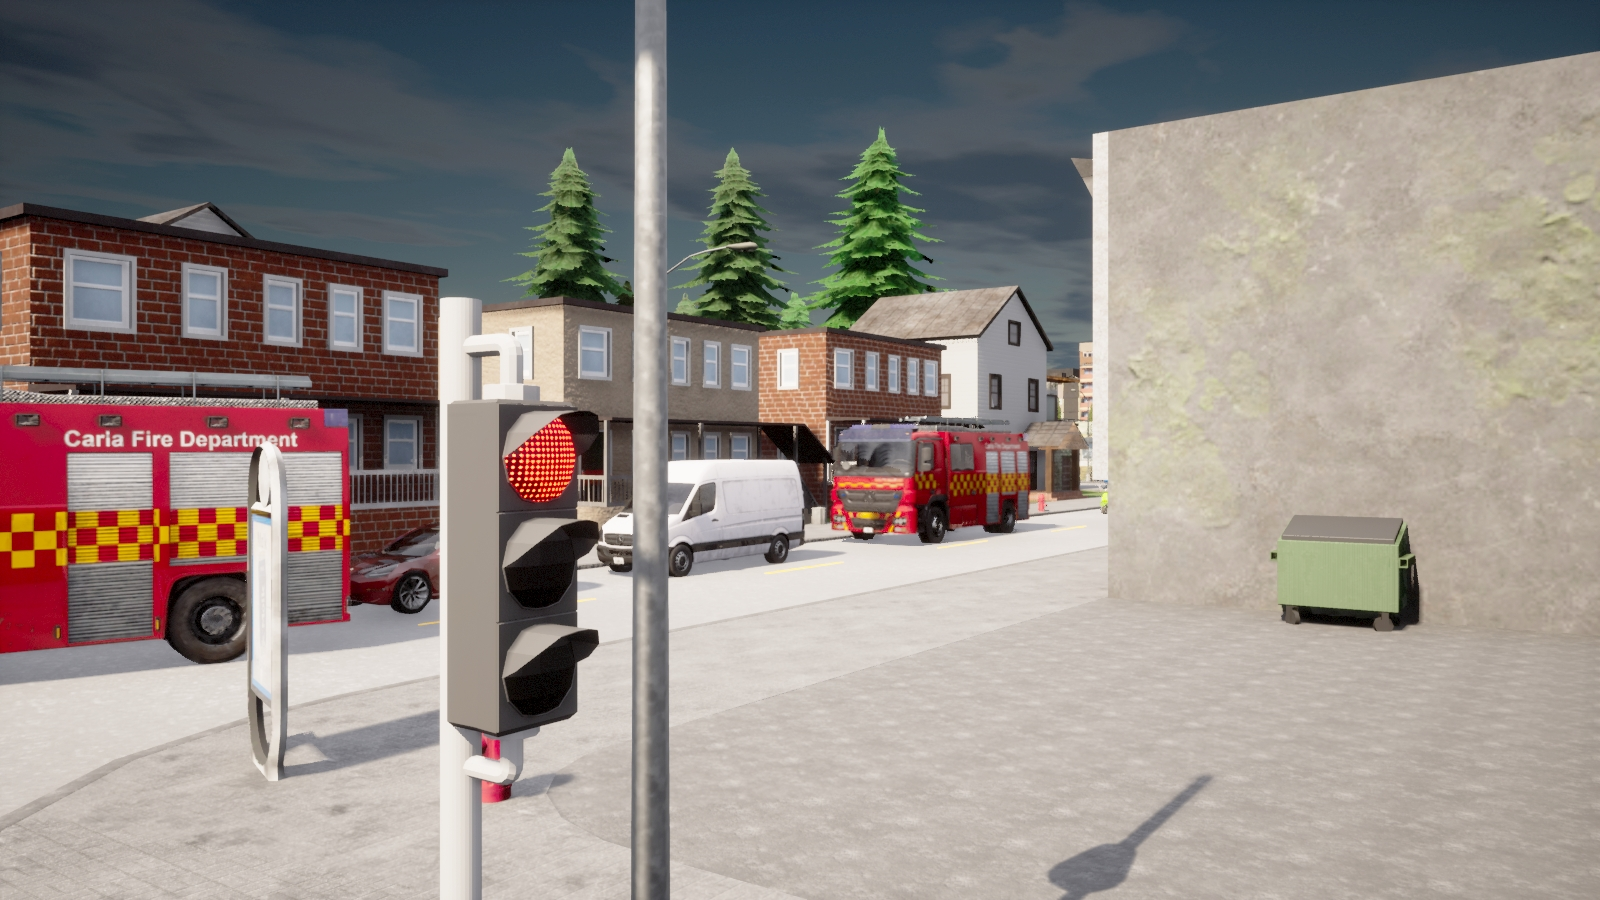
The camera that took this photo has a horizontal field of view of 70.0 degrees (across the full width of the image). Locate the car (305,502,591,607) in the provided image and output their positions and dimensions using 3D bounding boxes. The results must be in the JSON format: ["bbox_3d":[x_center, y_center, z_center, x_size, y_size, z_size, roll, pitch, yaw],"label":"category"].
[{"bbox_3d":[-6.403,1.835,21.348,2.163,1.488,4.792,0,0,35],"label":"car"}]

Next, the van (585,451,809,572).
[{"bbox_3d":[-2.273,1.307,27.238,1.988,2.561,5.915,0,0,35],"label":"van"}]

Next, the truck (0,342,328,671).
[{"bbox_3d":[-10.668,0.661,14.101,8.468,3.827,2.891,0,0,-38],"label":"truck"}]

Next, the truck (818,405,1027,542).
[{"bbox_3d":[4.135,0.663,36.373,2.891,3.827,8.468,0,0,35],"label":"truck"}]

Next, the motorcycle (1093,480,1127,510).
[{"bbox_3d":[13.496,1.955,49.734,0.856,1.236,1.805,0,0,35],"label":"motorcycle"}]
